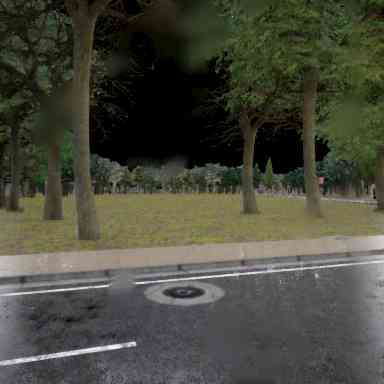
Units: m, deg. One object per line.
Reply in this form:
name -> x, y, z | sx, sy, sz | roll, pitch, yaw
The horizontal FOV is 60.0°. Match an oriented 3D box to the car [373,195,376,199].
car -> 44.754, 1.295, 79.771 | 1.895, 1.301, 4.718 | 0, 0, 4
